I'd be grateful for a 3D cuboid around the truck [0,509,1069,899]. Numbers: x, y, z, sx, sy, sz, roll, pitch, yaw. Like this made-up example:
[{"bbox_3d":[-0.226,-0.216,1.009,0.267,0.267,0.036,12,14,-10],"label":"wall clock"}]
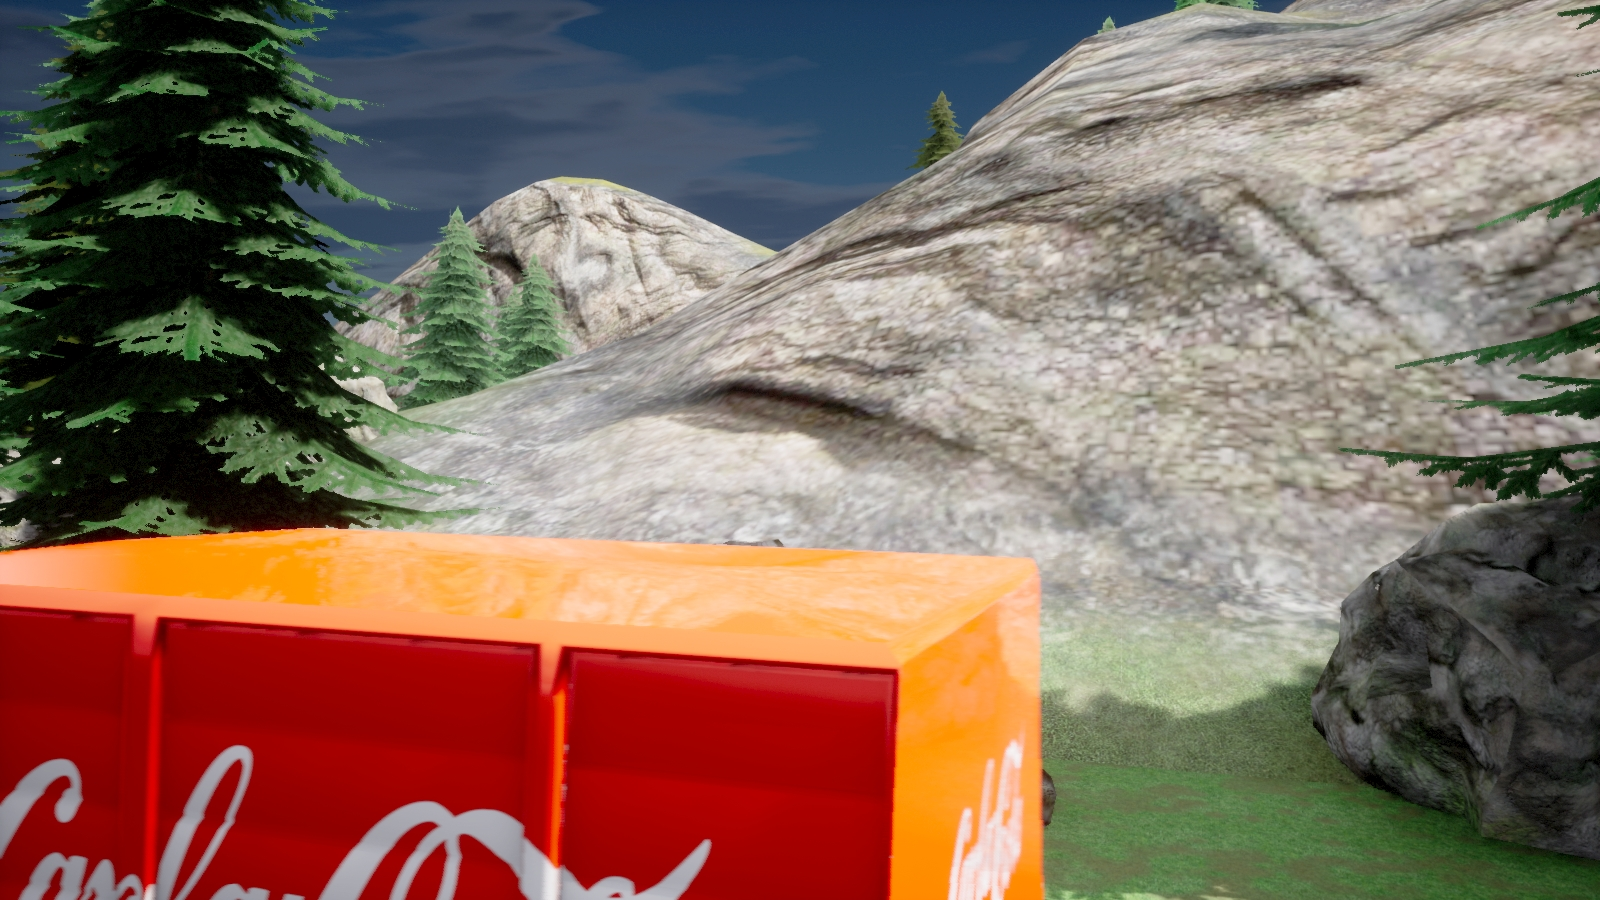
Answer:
[{"bbox_3d":[-1.873,1.548,3.995,5.204,2.467,2.627,0,0,20],"label":"truck"}]
